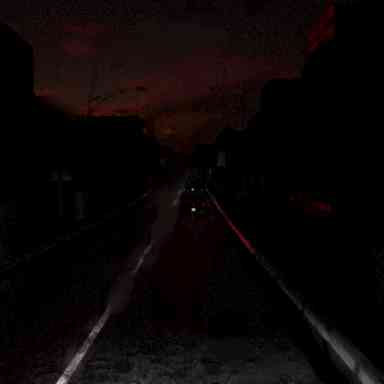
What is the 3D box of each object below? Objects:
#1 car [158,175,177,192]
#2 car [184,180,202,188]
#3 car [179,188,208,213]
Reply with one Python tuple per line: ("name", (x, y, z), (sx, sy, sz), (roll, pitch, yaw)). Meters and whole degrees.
("car", (-3.086, -1.139, 43.103), (2.150, 2.045, 5.566), (0, 4, 0))
("car", (0.101, -0.729, 41.301), (1.837, 1.490, 4.892), (0, 4, 0))
("car", (0.106, 0.688, 23.617), (1.895, 1.301, 4.718), (0, 4, 0))
